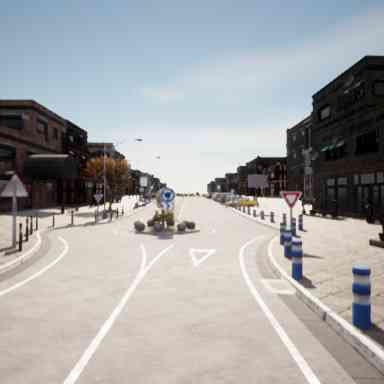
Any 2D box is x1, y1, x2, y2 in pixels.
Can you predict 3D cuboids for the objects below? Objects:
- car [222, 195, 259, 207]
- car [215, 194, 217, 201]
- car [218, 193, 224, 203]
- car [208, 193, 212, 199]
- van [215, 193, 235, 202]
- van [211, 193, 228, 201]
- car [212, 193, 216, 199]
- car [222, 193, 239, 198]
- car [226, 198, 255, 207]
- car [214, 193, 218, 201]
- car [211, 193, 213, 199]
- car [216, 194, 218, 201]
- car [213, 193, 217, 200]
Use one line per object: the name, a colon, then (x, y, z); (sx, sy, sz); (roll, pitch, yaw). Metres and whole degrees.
car: (8.025, 1.757, 53.609); (5.366, 1.575, 1.946); (0, 1, -1)
car: (8.026, 1.594, 70.146); (4.892, 1.521, 2.231); (0, 0, -1)
car: (8.145, 1.409, 61.876); (5.566, 2.045, 2.435); (0, 1, -1)
car: (7.801, 1.304, 86.684); (5.566, 2.045, 2.435); (0, 0, -1)
van: (8.010, 1.328, 81.049); (4.442, 1.987, 1.878); (0, 0, -1)
van: (7.650, 1.346, 92.194); (4.442, 1.987, 1.878); (0, 0, -1)
car: (7.931, 1.558, 78.413); (5.008, 1.535, 2.097); (0, 0, -1)
car: (8.116, 1.564, 59.122); (4.553, 1.767, 2.185); (0, 1, -1)
car: (8.182, 1.763, 56.369); (4.674, 1.452, 2.002); (0, 1, -1)
car: (7.995, 1.579, 72.902); (4.892, 1.521, 2.231); (0, 0, -1)
car: (7.864, 1.593, 83.925); (4.674, 1.452, 2.002); (0, 0, -1)
car: (8.047, 1.611, 67.390); (5.008, 1.535, 2.097); (0, 0, -1)
car: (7.927, 1.596, 75.657); (4.792, 1.488, 2.163); (0, 0, -1)
